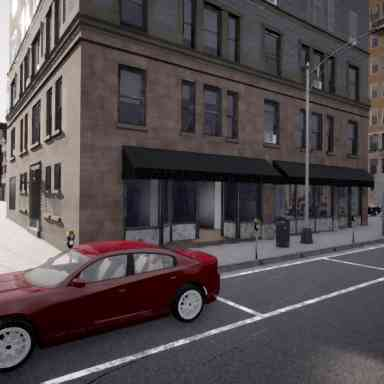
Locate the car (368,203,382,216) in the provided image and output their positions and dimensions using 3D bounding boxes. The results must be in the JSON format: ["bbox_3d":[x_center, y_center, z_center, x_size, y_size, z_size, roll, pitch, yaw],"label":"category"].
[{"bbox_3d":[14.477,1.444,30.170,1.895,1.301,4.718,1,0,-35],"label":"car"}]

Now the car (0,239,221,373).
[{"bbox_3d":[-1.564,1.545,5.638,4.507,1.381,1.887,0,1,-35],"label":"car"}]

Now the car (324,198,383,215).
[{"bbox_3d":[16.242,1.411,33.322,2.033,1.411,5.357,1,0,-35],"label":"car"}]
